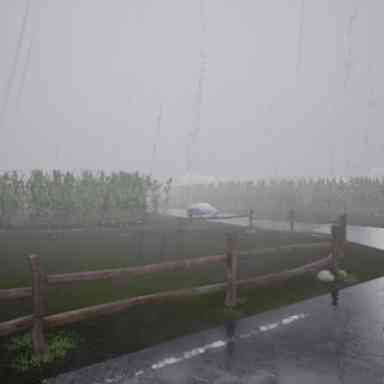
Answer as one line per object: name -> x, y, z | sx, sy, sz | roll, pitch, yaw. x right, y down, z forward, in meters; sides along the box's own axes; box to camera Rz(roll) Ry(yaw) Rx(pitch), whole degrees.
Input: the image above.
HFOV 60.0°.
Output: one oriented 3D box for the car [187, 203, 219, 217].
car -> 0.994, 1.821, 34.091 | 1.812, 1.442, 4.674 | 0, 0, -25
